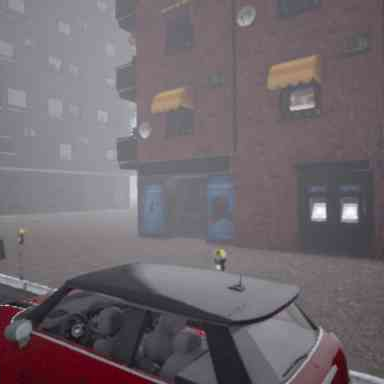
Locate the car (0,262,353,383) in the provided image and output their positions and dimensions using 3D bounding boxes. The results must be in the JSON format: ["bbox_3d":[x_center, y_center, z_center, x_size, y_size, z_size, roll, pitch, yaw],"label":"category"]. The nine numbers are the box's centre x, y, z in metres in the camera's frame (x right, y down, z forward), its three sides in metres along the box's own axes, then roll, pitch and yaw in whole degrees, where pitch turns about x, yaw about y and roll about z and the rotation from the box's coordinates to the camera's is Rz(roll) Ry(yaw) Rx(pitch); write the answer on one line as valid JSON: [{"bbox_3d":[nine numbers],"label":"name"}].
[{"bbox_3d":[-0.679,1.465,3.361,4.097,1.590,1.967,-1,-1,36],"label":"car"}]
